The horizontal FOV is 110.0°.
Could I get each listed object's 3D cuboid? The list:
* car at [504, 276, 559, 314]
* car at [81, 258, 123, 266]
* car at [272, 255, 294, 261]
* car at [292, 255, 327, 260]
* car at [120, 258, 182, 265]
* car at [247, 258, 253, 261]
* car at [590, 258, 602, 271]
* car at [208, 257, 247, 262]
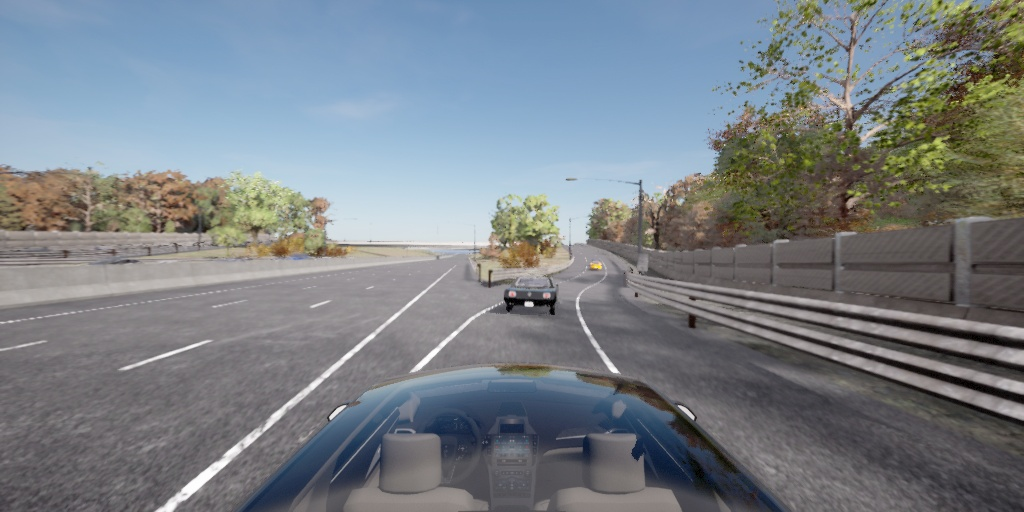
[{"bbox_3d":[0.958,1.493,14.692,1.895,1.301,4.718,2,-2,9],"label":"car"},{"bbox_3d":[-32.467,0.938,29.162,1.837,1.490,4.892,1,0,-7],"label":"car"},{"bbox_3d":[-31.334,0.939,48.942,2.128,1.511,4.902,1,0,-6],"label":"car"},{"bbox_3d":[-27.894,0.984,49.634,1.837,1.490,4.892,1,0,-6],"label":"car"},{"bbox_3d":[-29.020,1.066,29.776,1.895,1.301,4.718,1,0,-7],"label":"car"},{"bbox_3d":[-34.357,0.909,44.707,2.128,1.511,4.902,1,0,-7],"label":"car"},{"bbox_3d":[14.587,1.666,62.346,1.882,1.535,5.008,1,2,13],"label":"car"},{"bbox_3d":[-25.666,1.060,31.213,1.994,1.385,4.181,1,0,-7],"label":"car"}]
